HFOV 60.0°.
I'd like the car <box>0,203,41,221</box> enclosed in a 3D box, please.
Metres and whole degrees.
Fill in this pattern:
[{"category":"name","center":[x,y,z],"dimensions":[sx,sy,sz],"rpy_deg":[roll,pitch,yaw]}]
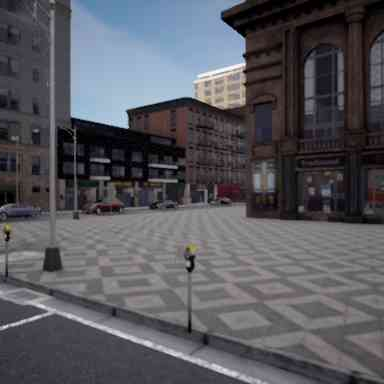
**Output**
[{"category":"car","center":[-15.164,1.639,28.366],"dimensions":[1.994,1.385,4.181],"rpy_deg":[0,0,36]}]

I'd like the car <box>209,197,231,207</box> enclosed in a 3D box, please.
[{"category":"car","center":[4.671,1.598,55.158],"dimensions":[2.128,1.511,4.902],"rpy_deg":[0,0,37]}]

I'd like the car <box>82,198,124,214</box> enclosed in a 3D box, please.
[{"category":"car","center":[-9.580,1.432,35.942],"dimensions":[2.097,1.767,4.553],"rpy_deg":[0,0,36]}]

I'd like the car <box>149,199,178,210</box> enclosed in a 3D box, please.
[{"category":"car","center":[-3.726,1.652,43.886],"dimensions":[1.994,1.385,4.181],"rpy_deg":[0,0,36]}]
